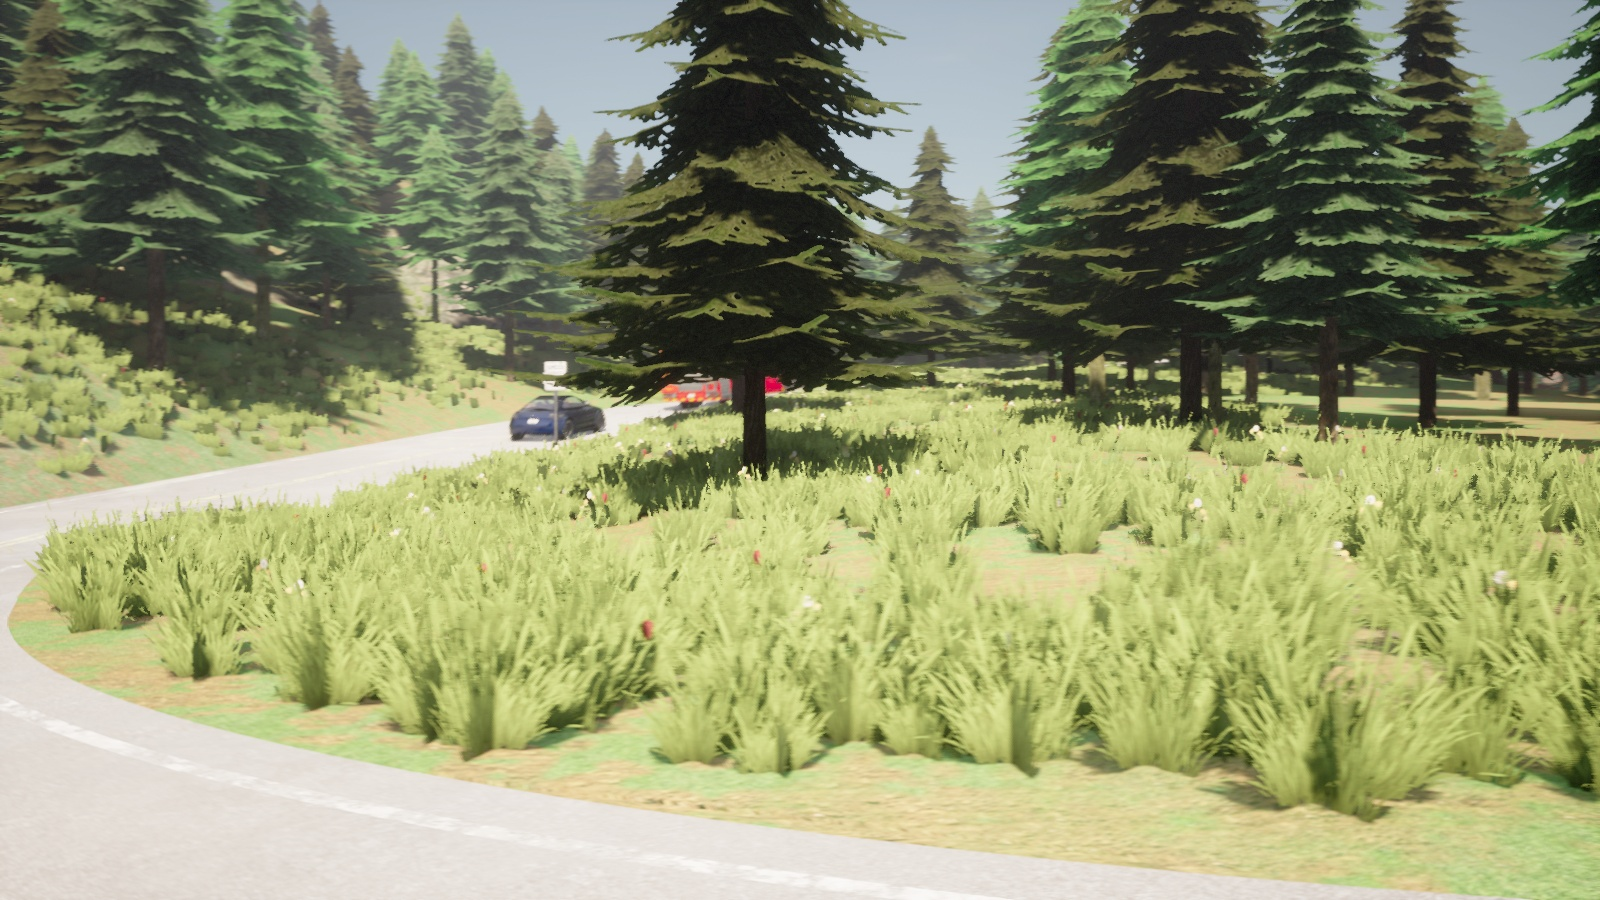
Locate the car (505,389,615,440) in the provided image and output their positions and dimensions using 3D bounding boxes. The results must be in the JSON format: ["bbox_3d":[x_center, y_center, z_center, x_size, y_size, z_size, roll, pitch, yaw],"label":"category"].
[{"bbox_3d":[-7.863,-1.210,41.557,1.994,1.385,4.181,0,6,13],"label":"car"}]

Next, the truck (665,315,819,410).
[{"bbox_3d":[-2.408,-4.036,56.241,2.891,3.827,8.468,0,6,27],"label":"truck"}]
